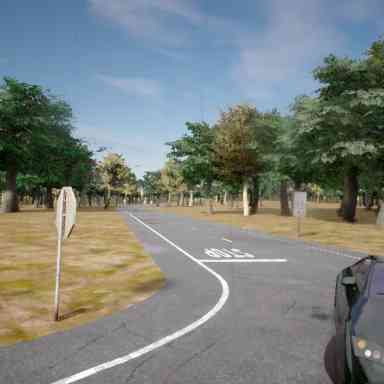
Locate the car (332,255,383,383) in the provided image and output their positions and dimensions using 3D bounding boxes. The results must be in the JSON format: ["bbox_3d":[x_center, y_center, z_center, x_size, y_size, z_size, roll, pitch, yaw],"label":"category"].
[{"bbox_3d":[3.076,1.642,4.582,1.994,1.385,4.181,1,-1,22],"label":"car"}]
